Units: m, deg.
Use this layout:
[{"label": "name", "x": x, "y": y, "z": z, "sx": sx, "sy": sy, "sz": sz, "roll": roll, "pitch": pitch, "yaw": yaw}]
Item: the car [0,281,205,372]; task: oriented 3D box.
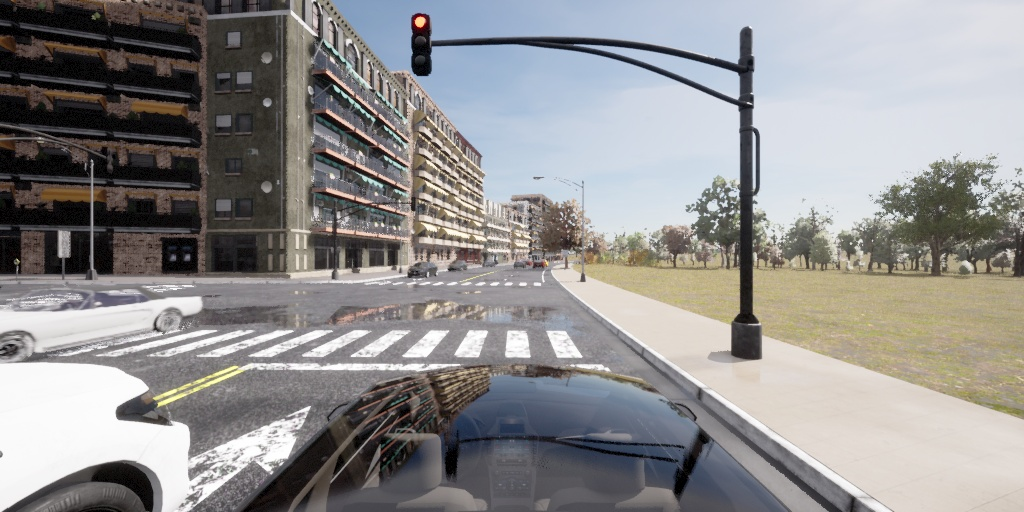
[{"label": "car", "x": -9.761, "y": 1.353, "z": 7.908, "sx": 1.895, "sy": 1.301, "sz": 4.718, "roll": 0, "pitch": 0, "yaw": 1}]

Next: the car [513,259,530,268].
[{"label": "car", "x": 1.431, "y": 1.426, "z": 63.841, "sx": 2.128, "sy": 1.511, "sz": 4.902, "roll": 0, "pitch": 0, "yaw": 9}]

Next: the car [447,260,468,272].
[{"label": "car", "x": -7.231, "y": 1.360, "z": 48.078, "sx": 1.837, "sy": 1.490, "sz": 4.892, "roll": 0, "pitch": 1, "yaw": 6}]

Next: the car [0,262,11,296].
[{"label": "car", "x": -23.799, "y": 0.914, "z": 13.606, "sx": 5.357, "sy": 1.411, "sz": 2.033, "roll": 1, "pitch": 0, "yaw": -19}]

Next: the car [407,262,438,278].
[{"label": "car", "x": -8.505, "y": 1.313, "z": 34.540, "sx": 1.837, "sy": 1.490, "sz": 4.892, "roll": 0, "pitch": 0, "yaw": 5}]

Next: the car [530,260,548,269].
[{"label": "car", "x": 4.864, "y": 1.415, "z": 63.873, "sx": 1.882, "sy": 1.535, "sz": 5.008, "roll": 0, "pitch": -1, "yaw": 9}]
